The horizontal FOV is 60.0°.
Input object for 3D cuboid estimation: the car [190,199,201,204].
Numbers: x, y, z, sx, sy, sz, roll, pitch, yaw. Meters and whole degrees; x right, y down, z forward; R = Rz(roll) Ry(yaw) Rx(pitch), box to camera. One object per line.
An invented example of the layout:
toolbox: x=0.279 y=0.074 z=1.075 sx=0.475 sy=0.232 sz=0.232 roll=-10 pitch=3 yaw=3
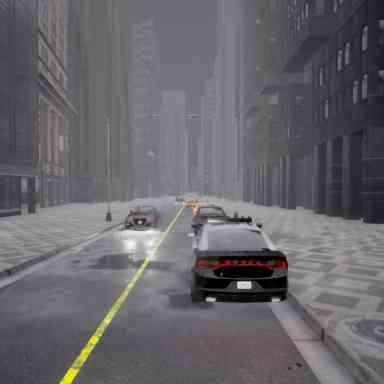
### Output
car: x=0.983 y=1.495 z=24.303 sx=1.882 sy=1.535 sz=5.008 roll=0 pitch=0 yaw=0

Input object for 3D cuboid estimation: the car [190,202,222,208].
car: x=0.962 y=1.514 z=18.302 sx=1.837 sy=1.490 sz=4.892 roll=0 pitch=0 yaw=0

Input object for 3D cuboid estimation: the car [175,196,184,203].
car: x=-2.738 y=1.583 z=74.799 sx=1.882 sy=1.535 sz=5.008 roll=0 pitch=0 yaw=0

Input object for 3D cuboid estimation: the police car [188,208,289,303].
police car: x=0.927 y=1.426 z=8.411 sx=1.930 sy=1.638 sz=5.238 roll=0 pitch=0 yaw=0

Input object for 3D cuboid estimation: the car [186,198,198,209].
car: x=0.189 y=1.530 z=47.070 sx=1.882 sy=1.535 sz=5.008 roll=0 pitch=0 yaw=1

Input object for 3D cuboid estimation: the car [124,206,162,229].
car: x=-3.028 y=1.577 z=21.365 sx=1.994 sy=1.385 sz=4.181 roll=0 pitch=0 yaw=0
